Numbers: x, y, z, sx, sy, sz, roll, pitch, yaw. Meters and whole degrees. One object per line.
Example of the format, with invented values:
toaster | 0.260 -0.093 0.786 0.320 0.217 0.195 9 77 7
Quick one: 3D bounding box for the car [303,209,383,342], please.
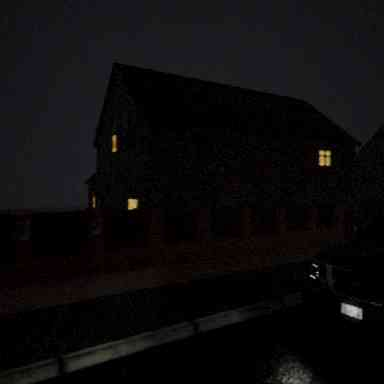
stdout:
car | 4.442 1.190 5.871 5.566 2.045 2.150 -1 1 -32
